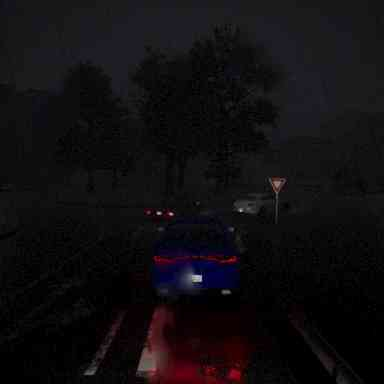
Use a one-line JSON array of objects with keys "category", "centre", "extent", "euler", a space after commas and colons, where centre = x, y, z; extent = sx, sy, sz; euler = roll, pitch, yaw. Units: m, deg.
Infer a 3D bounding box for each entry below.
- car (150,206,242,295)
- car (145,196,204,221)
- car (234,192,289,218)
[{"category": "car", "centre": [0.106, 1.381, 8.617], "extent": [1.882, 1.535, 5.008], "euler": [0, 2, 1]}, {"category": "car", "centre": [-0.870, 0.960, 19.833], "extent": [2.033, 1.411, 5.357], "euler": [2, 5, 20]}, {"category": "car", "centre": [4.631, 0.750, 22.049], "extent": [1.812, 1.442, 4.674], "euler": [5, 7, 44]}]
